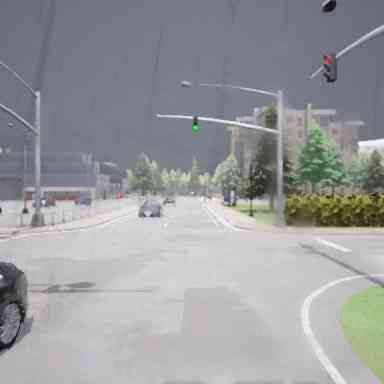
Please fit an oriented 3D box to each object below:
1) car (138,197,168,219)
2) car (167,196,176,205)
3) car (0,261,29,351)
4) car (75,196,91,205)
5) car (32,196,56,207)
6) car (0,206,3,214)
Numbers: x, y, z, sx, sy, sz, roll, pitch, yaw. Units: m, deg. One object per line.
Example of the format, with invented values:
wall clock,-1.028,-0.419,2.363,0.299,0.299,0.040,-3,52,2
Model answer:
car,-3.549,1.531,29.221,2.128,1.511,4.902,0,1,0
car,-3.588,1.387,54.201,1.994,1.385,4.181,0,0,0
car,-3.506,1.574,3.384,1.837,1.490,4.892,0,0,0
car,-17.543,1.349,53.687,1.845,1.501,3.633,0,0,0
car,-20.584,1.363,46.291,1.970,1.475,3.806,0,0,0
car,-17.748,1.327,27.654,2.007,1.523,4.514,0,0,0
